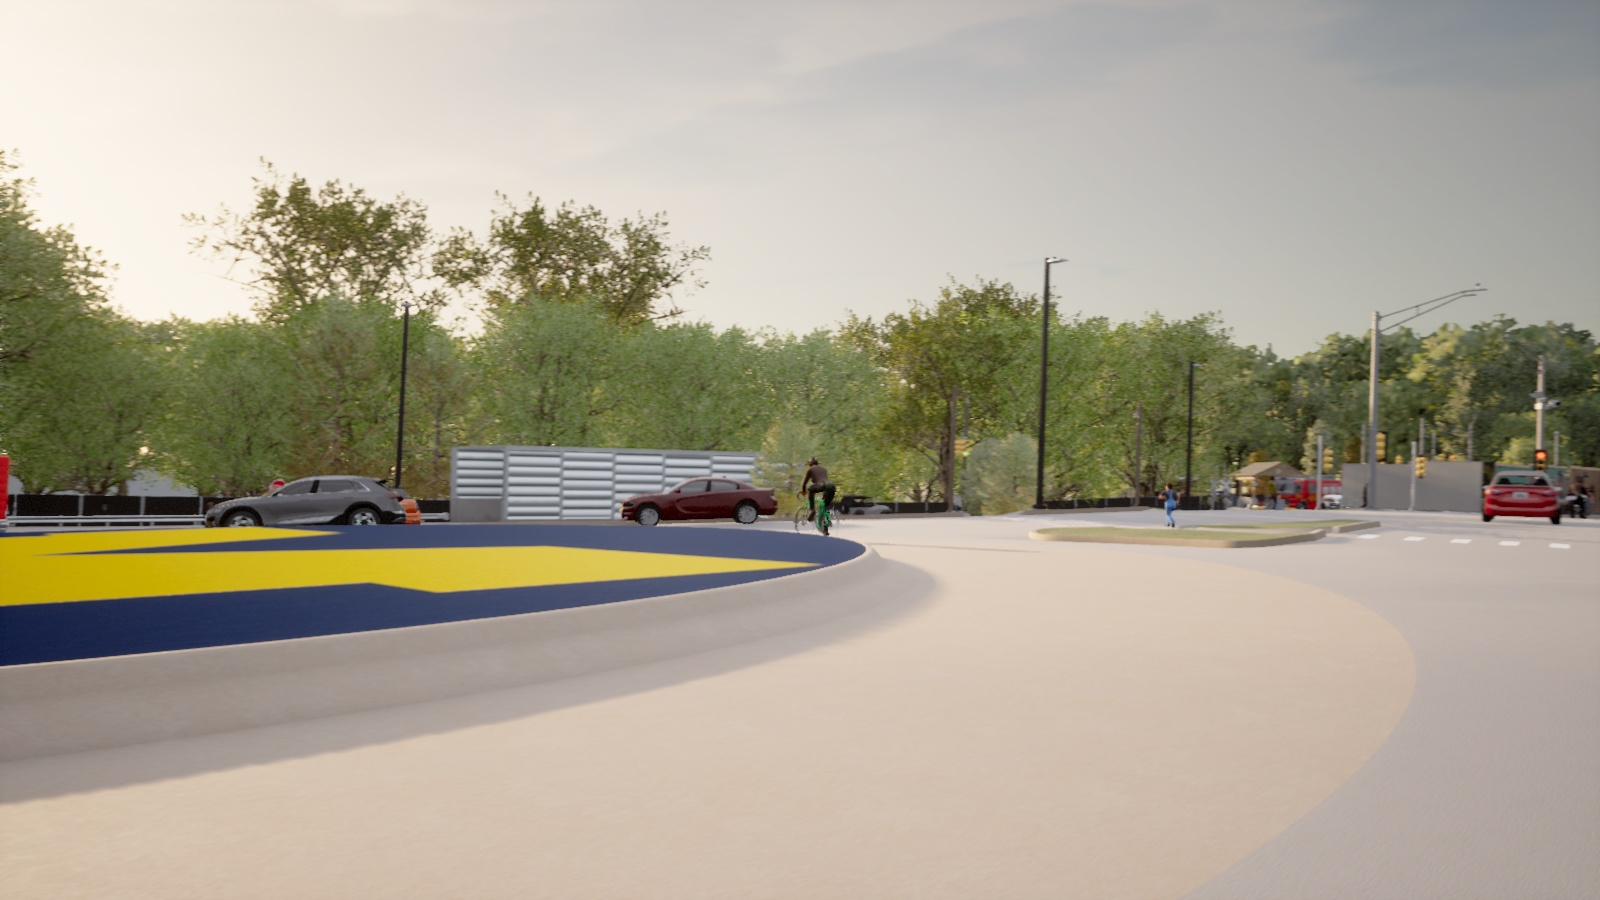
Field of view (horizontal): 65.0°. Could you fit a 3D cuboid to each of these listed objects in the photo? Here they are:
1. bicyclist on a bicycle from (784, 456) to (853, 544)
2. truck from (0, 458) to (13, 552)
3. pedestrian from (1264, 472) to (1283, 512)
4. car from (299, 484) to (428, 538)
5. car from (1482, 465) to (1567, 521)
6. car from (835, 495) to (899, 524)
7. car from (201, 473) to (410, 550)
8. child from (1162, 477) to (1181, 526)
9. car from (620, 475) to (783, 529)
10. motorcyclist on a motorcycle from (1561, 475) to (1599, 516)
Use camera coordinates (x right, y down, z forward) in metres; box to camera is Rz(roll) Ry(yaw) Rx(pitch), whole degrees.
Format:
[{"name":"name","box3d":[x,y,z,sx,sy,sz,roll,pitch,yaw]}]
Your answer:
[{"name":"bicyclist on a bicycle","box3d":[0.343,0.971,24.213,0.582,1.620,1.656,1,-3,-29]},{"name":"truck","box3d":[-23.647,1.414,32.746,5.204,2.467,2.627,1,-2,-31]},{"name":"pedestrian","box3d":[21.929,1.939,58.132,0.709,1.840,0.431,3,-2,-25]},{"name":"car","box3d":[-15.599,2.195,44.849,4.553,1.767,2.097,-4,-5,35]},{"name":"car","box3d":[23.475,1.342,40.685,2.242,1.667,4.611,1,-1,31]},{"name":"car","box3d":[4.480,3.954,84.140,3.866,1.878,1.905,1,-1,-34]},{"name":"car","box3d":[-12.716,1.597,32.623,4.856,1.649,2.033,-2,-7,-16]},{"name":"child","box3d":[9.750,1.356,32.975,0.270,1.263,0.437,3,-2,-14]},{"name":"car","box3d":[-3.157,1.632,39.835,5.008,1.535,1.882,-1,-1,-8]},{"name":"motorcyclist on a motorcycle","box3d":[29.369,1.720,47.270,0.797,1.523,2.044,0,-2,43]}]
